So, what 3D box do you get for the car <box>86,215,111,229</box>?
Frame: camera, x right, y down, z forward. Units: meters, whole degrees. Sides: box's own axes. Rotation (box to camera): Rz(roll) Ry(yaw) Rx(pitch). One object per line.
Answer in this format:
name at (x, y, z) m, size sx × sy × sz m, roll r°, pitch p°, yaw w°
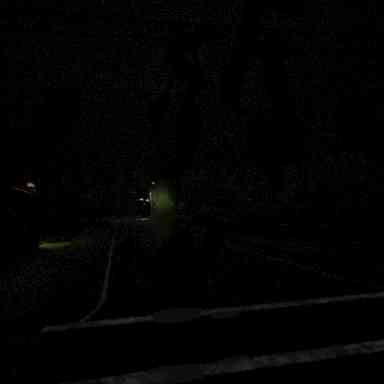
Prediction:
car at (-13.523, 4.269, 47.990) m, size 3.866 × 1.878 × 1.905 m, roll -2°, pitch -8°, yaw 35°
